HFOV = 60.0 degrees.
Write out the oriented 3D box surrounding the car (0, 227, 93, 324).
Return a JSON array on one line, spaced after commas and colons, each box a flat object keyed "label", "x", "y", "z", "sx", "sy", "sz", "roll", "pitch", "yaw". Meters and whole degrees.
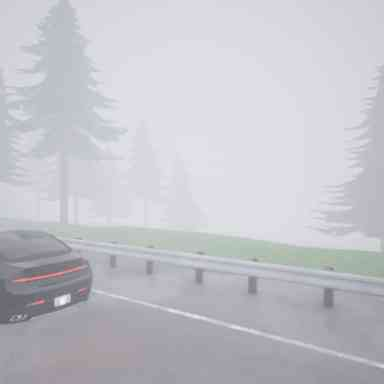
[{"label": "car", "x": -4.084, "y": 1.476, "z": 6.673, "sx": 4.892, "sy": 1.490, "sz": 1.837, "roll": 0, "pitch": 0, "yaw": 34}]
